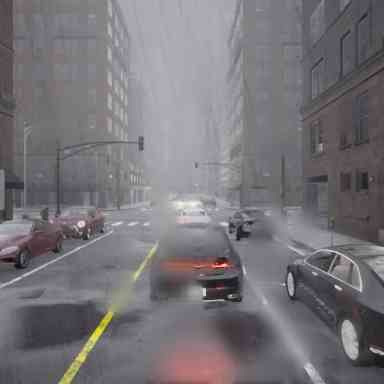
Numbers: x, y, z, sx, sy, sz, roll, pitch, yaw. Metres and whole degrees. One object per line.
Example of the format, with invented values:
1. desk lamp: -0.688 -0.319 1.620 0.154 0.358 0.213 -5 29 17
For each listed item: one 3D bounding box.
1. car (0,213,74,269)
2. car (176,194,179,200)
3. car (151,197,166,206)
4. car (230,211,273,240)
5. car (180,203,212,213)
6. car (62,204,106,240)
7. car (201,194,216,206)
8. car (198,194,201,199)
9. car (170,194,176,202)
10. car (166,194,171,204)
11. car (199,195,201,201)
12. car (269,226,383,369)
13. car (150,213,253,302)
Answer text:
1. car: -5.673 1.582 11.067 1.802 1.307 4.206 0 0 0
2. car: -5.593 1.456 91.531 2.192 1.841 5.009 0 0 0
3. car: -5.650 1.618 53.671 1.802 1.307 4.206 0 0 0
4. car: 2.851 1.566 16.570 1.947 1.339 4.313 0 0 0
5. car: 0.078 1.526 17.382 1.812 1.442 4.674 0 0 -1
6. car: -5.675 1.441 16.568 1.967 1.590 4.097 0 0 0
7. car: 2.875 1.476 53.660 1.967 1.590 4.097 0 0 0
8. car: 2.908 1.524 75.296 1.967 1.590 4.097 0 0 0
9. car: -5.609 1.626 80.544 1.752 1.417 4.829 0 0 0
10. car: -5.633 1.606 64.488 2.008 1.369 4.403 0 0 0
11. car: 2.892 1.606 64.478 2.008 1.369 4.403 0 0 0
12. car: 2.854 1.551 5.568 2.008 1.369 4.403 0 0 0
13. car: 0.096 1.505 8.234 1.837 1.490 4.892 0 0 0
